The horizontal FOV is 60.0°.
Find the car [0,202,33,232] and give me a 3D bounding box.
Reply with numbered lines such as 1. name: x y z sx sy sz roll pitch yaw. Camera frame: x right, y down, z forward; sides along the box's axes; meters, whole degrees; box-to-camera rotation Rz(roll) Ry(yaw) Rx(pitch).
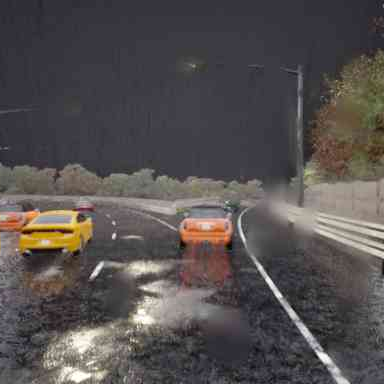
1. car: -9.713 1.337 18.372 2.097 1.767 4.553 0 0 -12

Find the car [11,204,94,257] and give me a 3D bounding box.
1. car: -5.098 1.467 13.082 1.882 1.535 5.008 0 0 -10

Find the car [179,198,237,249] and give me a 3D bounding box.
1. car: 0.687 1.340 14.709 2.097 1.767 4.553 0 0 4

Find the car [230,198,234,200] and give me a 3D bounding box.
1. car: 1.703 1.471 23.881 2.128 1.511 4.902 0 0 8

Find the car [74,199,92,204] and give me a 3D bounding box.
1. car: -12.507 1.532 38.219 1.994 1.385 4.181 0 0 -23

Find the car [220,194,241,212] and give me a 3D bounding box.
1. car: 4.321 1.189 38.077 2.150 2.045 5.566 0 0 12
